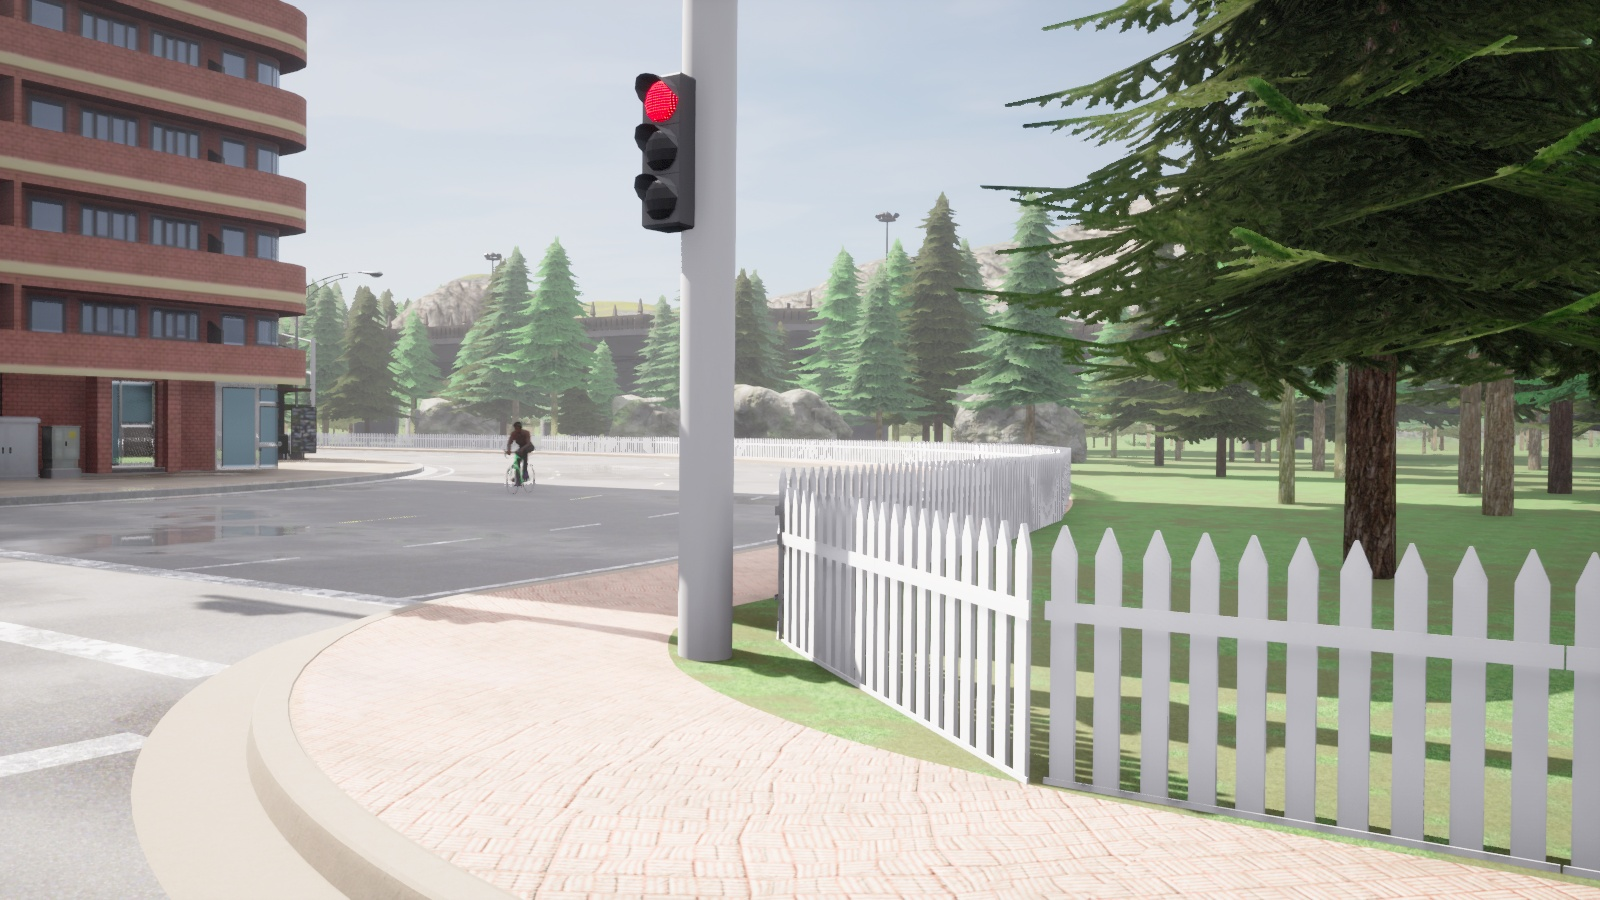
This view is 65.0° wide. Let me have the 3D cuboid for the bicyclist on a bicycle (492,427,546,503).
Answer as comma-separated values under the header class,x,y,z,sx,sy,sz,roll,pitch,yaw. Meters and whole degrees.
class,x,y,z,sx,sy,sz,roll,pitch,yaw
bicyclist on a bicycle,-6.229,0.306,27.915,0.582,1.620,1.656,-1,1,9
